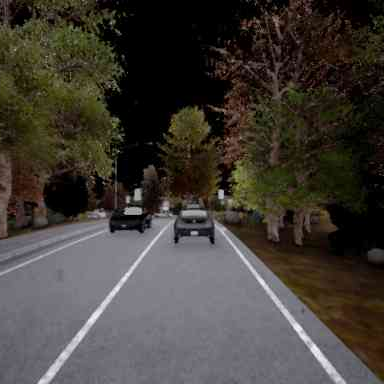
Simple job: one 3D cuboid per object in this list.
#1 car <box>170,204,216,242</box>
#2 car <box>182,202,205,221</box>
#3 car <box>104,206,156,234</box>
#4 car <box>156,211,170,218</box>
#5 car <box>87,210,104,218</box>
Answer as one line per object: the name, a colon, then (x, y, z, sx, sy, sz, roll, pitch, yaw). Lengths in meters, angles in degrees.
car: (0.096, 1.534, 16.370, 1.837, 1.490, 4.892, 0, -1, 0)
car: (0.265, 1.957, 33.137, 2.097, 1.767, 4.553, 0, -3, 3)
car: (-3.585, 1.570, 20.067, 1.882, 1.535, 5.008, 0, -1, 0)
car: (-7.418, 5.634, 82.308, 5.566, 2.045, 2.150, 2, -5, -17)
car: (-19.533, 4.620, 68.270, 2.150, 2.045, 5.566, -1, -5, 8)
